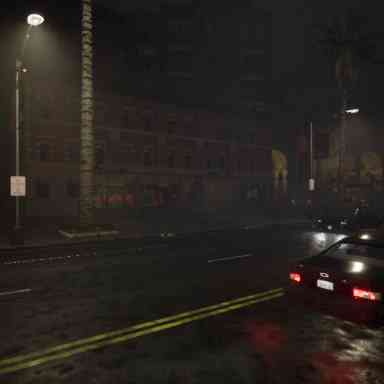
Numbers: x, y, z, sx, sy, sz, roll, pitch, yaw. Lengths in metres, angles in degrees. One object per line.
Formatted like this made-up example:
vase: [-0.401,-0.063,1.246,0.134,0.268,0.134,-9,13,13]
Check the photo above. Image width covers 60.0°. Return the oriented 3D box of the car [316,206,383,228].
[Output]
car: [9.629,1.547,19.757,5.357,1.411,2.033,0,0,-37]

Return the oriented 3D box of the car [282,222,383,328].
car: [4.192,1.547,6.852,5.357,1.411,2.033,0,0,-36]
